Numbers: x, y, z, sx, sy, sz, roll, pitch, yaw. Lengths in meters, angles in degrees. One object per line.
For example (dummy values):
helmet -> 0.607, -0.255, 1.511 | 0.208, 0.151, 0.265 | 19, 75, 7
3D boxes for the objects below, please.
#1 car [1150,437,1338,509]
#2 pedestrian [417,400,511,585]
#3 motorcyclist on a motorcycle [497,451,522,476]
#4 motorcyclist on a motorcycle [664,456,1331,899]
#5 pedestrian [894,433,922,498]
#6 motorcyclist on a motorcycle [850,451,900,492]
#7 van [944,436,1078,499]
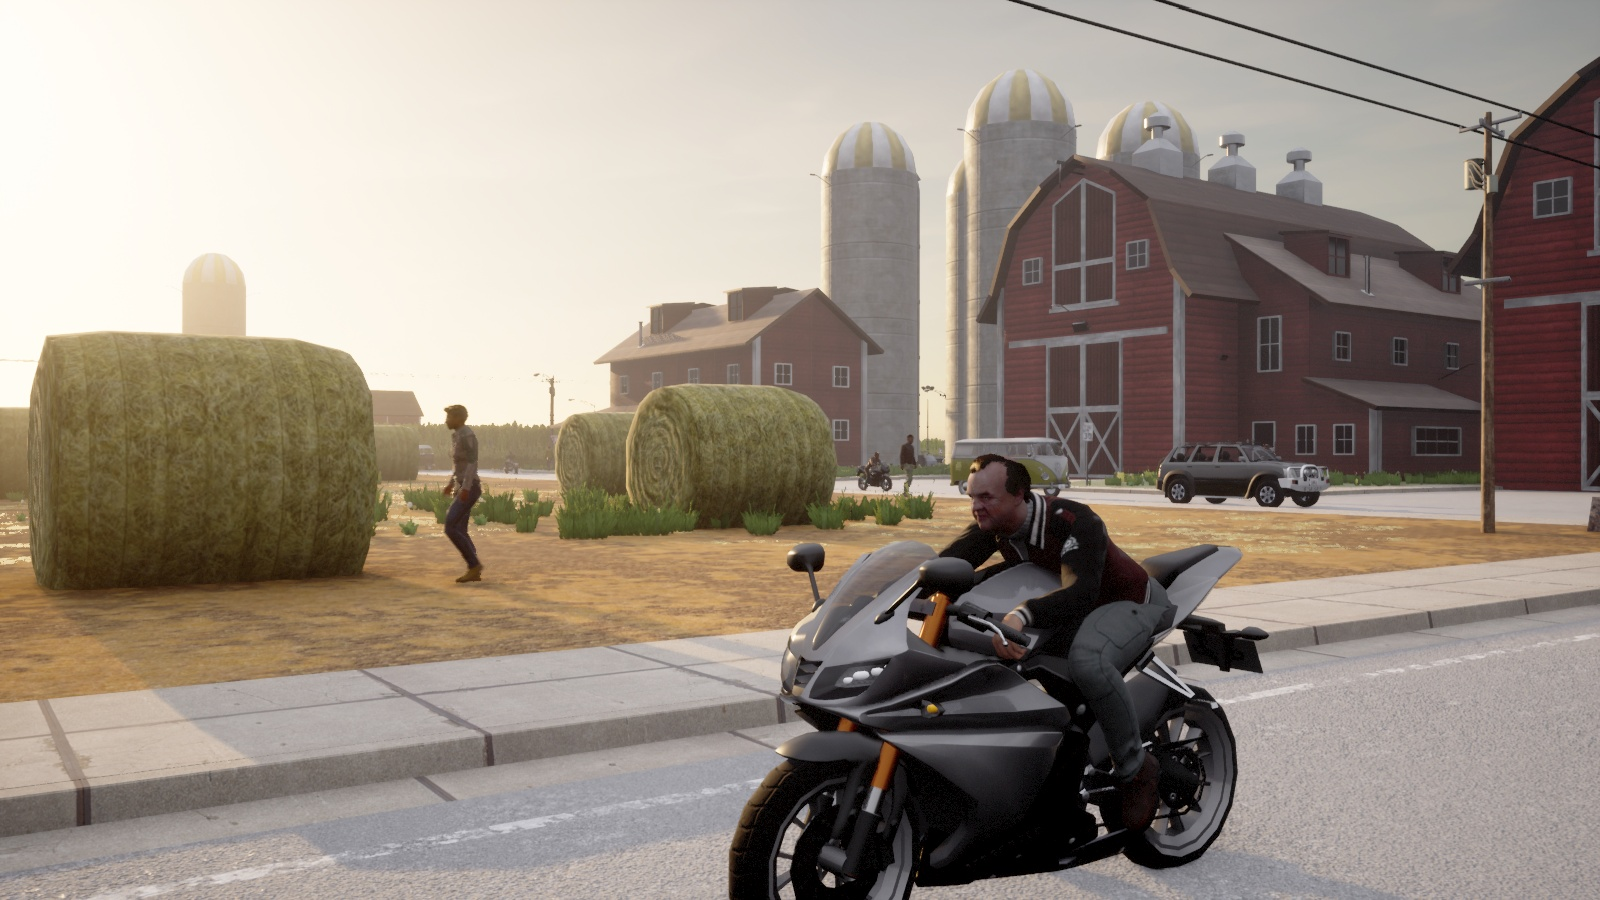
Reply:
car -> 12.212, 0.590, 34.812 | 1.932, 1.855, 4.605 | 0, 0, -36
pedestrian -> -3.370, 0.418, 12.588 | 0.869, 1.805, 0.328 | 0, 0, -23
motorcyclist on a motorcycle -> -19.607, 0.917, 84.782 | 0.766, 1.649, 2.350 | 0, 0, -36
motorcyclist on a motorcycle -> 0.725, 0.788, 4.164 | 2.191, 1.530, 0.866 | 0, 0, -35
pedestrian -> 3.139, 0.447, 36.492 | 0.431, 1.840, 0.703 | 0, 0, -43
motorcyclist on a motorcycle -> 2.848, 0.810, 47.760 | 0.797, 1.523, 2.044 | 0, 0, -36
van -> 6.999, 0.559, 42.020 | 1.775, 1.987, 4.442 | 0, 0, -36
